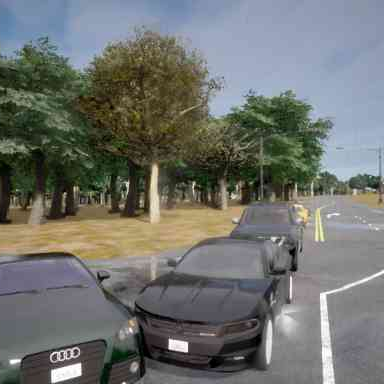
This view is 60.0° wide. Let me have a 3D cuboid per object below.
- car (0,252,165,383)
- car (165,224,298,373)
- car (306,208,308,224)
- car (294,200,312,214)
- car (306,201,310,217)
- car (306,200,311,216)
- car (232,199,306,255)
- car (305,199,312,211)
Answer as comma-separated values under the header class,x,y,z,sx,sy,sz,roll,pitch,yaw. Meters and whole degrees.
class,x,y,z,sx,sy,sz,roll,pitch,yaw
car,-2.297,1.642,4.933,1.994,1.385,4.181,1,-2,-33
car,0.751,1.612,6.226,1.882,1.535,5.008,-1,-2,21
car,5.117,1.773,18.263,1.895,1.301,4.718,-1,0,21
car,13.382,1.745,40.094,1.812,1.442,4.674,-1,0,21
car,7.275,1.662,24.014,1.882,1.535,5.008,-1,0,21
car,9.342,1.723,29.515,1.812,1.442,4.674,-1,0,21
car,2.881,1.459,12.363,2.150,2.045,5.566,-2,0,21
car,11.378,1.561,34.887,2.097,1.767,4.553,-1,0,21
